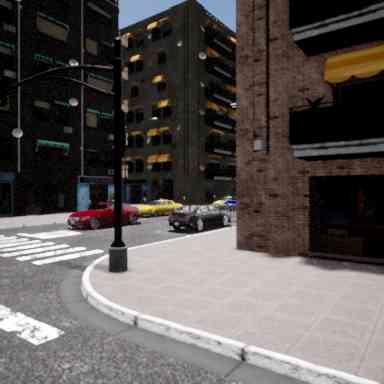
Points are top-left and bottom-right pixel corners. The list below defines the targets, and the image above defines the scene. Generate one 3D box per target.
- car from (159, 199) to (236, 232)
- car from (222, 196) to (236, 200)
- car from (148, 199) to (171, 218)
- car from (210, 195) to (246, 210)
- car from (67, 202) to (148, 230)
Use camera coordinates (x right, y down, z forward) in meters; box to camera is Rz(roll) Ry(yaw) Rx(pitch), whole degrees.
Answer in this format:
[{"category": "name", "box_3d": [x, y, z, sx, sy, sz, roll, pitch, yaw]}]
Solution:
[{"category": "car", "box_3d": [0.511, 1.327, 18.360, 2.008, 1.369, 4.403, 1, 1, 36]}, {"category": "car", "box_3d": [4.677, 1.126, 33.318, 1.812, 1.442, 4.674, 0, 1, 36]}, {"category": "car", "box_3d": [-2.657, 1.241, 27.415, 1.752, 1.417, 4.829, 1, 1, 36]}, {"category": "car", "box_3d": [4.001, 1.100, 36.596, 1.752, 1.417, 4.829, 1, 1, 36]}, {"category": "car", "box_3d": [-5.092, 1.334, 19.843, 1.812, 1.442, 4.674, 0, 1, 36]}]
